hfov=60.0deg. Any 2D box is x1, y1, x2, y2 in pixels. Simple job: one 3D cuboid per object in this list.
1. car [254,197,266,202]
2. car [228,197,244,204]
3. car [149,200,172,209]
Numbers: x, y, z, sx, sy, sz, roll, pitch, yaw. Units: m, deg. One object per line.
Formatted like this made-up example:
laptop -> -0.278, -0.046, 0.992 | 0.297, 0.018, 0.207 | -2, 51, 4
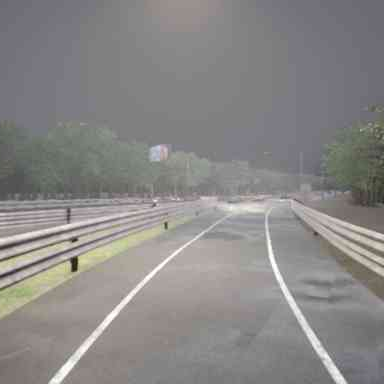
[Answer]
car -> 16.804, 1.844, 82.295 | 1.895, 1.301, 4.718 | 0, 0, 27
car -> 8.943, 1.725, 67.204 | 2.033, 1.411, 5.357 | 0, 0, 28
car -> -3.544, 1.726, 43.169 | 2.033, 1.411, 5.357 | 0, 0, 27
